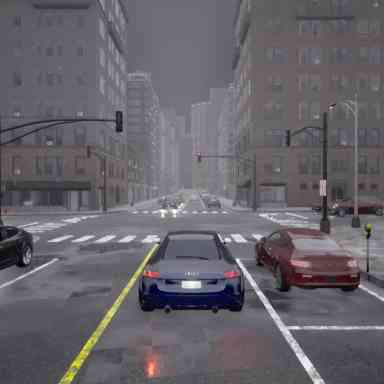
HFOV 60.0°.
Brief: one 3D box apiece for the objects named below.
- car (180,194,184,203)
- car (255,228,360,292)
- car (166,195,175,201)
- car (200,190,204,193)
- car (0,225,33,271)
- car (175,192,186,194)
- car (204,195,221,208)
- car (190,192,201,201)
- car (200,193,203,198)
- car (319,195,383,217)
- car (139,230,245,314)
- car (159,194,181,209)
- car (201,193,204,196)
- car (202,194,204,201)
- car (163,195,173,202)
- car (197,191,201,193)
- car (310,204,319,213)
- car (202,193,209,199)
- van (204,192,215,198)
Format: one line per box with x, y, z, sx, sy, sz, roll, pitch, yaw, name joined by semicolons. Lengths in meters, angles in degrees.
-2.749;1.428;53.735;1.812;1.442;4.674;0;0;0;car
2.760;1.580;8.646;1.802;1.307;4.206;0;0;0;car
-5.198;1.349;79.249;1.802;1.307;4.206;0;0;0;car
3.728;0.938;86.033;2.150;2.045;5.566;0;0;0;car
-5.766;1.564;8.648;1.947;1.339;4.313;0;0;0;car
-2.617;1.355;64.124;2.128;1.511;4.902;0;0;1;car
3.037;1.508;45.855;1.802;1.307;4.206;0;0;0;car
0.520;1.319;74.294;1.812;1.442;4.674;0;0;0;car
3.279;1.389;73.620;1.802;1.307;4.206;0;0;0;car
13.551;1.125;27.894;4.553;1.767;2.097;-1;0;0;car
0.003;1.563;7.725;1.994;1.385;4.181;0;0;0;car
-2.835;1.437;43.830;1.837;1.490;4.892;0;0;2;car
3.231;1.425;68.064;1.802;1.307;4.206;0;0;0;car
3.132;1.437;56.958;1.887;1.381;4.507;0;0;0;car
-5.246;1.358;73.696;2.008;1.369;4.403;0;0;0;car
0.606;1.088;84.294;2.128;1.511;4.902;0;0;0;car
13.660;1.356;31.144;4.718;1.301;1.895;-1;0;0;car
3.821;1.145;93.004;1.882;1.535;5.008;0;0;0;car
3.084;1.250;51.406;1.690;1.788;3.998;0;0;0;van
